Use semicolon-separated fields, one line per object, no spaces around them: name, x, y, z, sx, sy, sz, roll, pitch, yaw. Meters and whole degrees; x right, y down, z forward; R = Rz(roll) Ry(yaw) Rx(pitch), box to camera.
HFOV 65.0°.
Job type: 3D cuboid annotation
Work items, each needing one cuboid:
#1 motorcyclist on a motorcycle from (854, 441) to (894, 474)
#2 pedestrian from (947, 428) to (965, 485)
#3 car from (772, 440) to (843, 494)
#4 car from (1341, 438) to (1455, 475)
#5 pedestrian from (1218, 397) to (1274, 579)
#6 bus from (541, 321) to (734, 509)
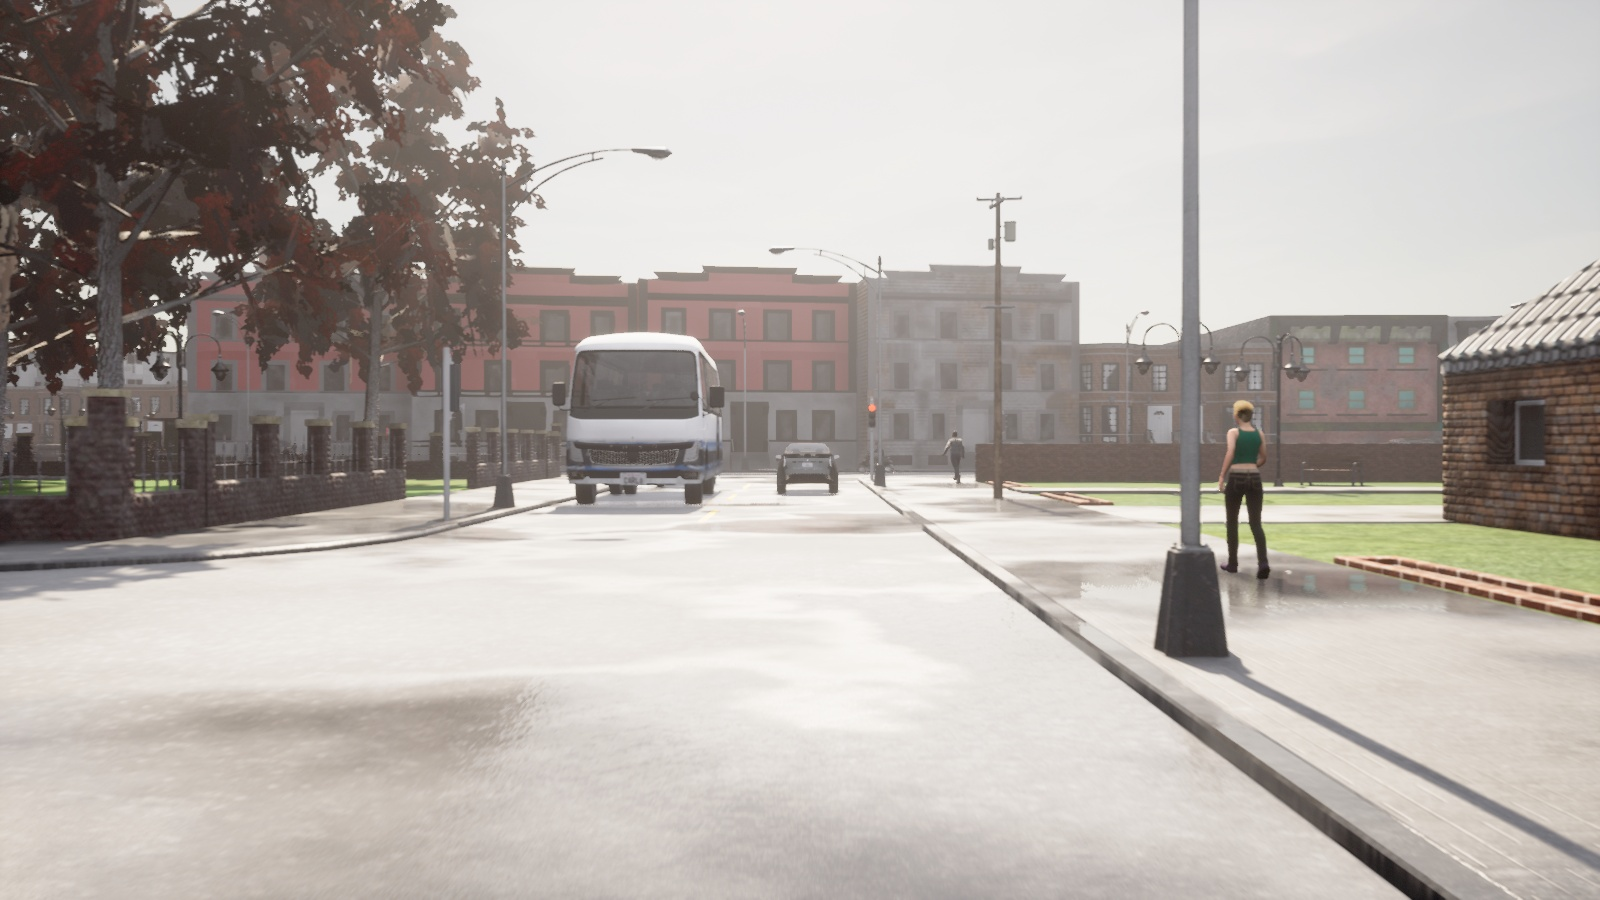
motorcyclist on a motorcycle;3.583;0.360;60.717;1.817;1.590;0.866;0;1;-4
pedestrian;5.358;0.217;43.035;0.423;1.949;0.788;0;0;-7
car;0.229;0.478;38.164;2.007;1.525;4.514;0;0;0
car;28.926;0.284;60.834;4.553;1.767;2.097;0;0;0
pedestrian;4.611;0.383;13.004;0.345;1.836;0.594;0;0;-2
bus;-3.943;-0.823;33.524;3.944;4.253;10.273;0;0;-1
